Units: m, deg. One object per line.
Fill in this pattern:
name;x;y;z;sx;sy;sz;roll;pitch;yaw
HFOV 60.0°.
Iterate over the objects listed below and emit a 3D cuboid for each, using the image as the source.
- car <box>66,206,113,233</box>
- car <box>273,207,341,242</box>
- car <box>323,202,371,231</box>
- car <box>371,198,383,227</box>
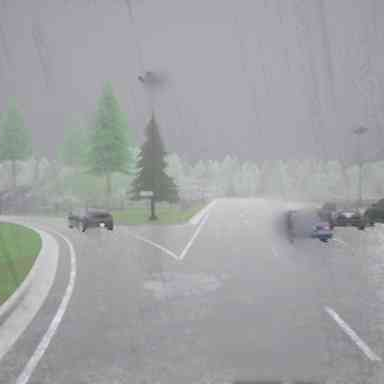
car;-6.596;1.680;21.281;1.837;1.490;4.892;1;-1;-35
car;5.407;1.632;16.785;2.033;1.411;5.357;0;0;5
car;9.335;1.448;21.552;2.097;1.767;4.553;0;0;5
car;12.766;1.294;20.628;2.150;2.045;5.566;0;0;5
